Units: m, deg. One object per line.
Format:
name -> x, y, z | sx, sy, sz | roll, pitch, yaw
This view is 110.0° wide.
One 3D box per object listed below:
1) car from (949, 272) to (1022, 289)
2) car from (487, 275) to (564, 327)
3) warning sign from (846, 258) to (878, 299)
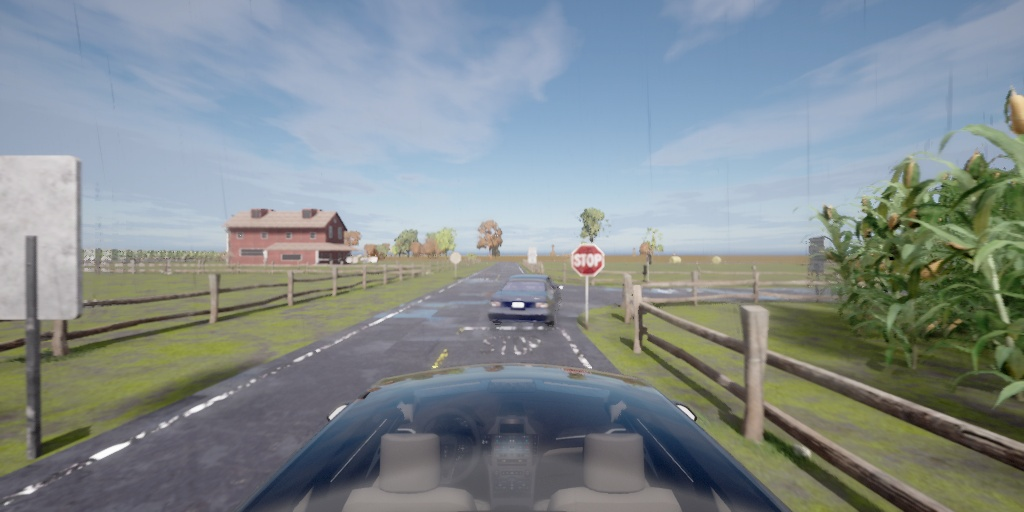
car -> 29.084, 1.440, 21.731 | 4.674, 1.442, 1.812 | 0, 0, 0
car -> 0.624, 1.325, 11.787 | 2.033, 1.411, 5.357 | 0, 0, 11
warning sign -> 15.867, 1.011, 16.356 | 1.060, 1.860, 1.300 | 0, 0, 0
